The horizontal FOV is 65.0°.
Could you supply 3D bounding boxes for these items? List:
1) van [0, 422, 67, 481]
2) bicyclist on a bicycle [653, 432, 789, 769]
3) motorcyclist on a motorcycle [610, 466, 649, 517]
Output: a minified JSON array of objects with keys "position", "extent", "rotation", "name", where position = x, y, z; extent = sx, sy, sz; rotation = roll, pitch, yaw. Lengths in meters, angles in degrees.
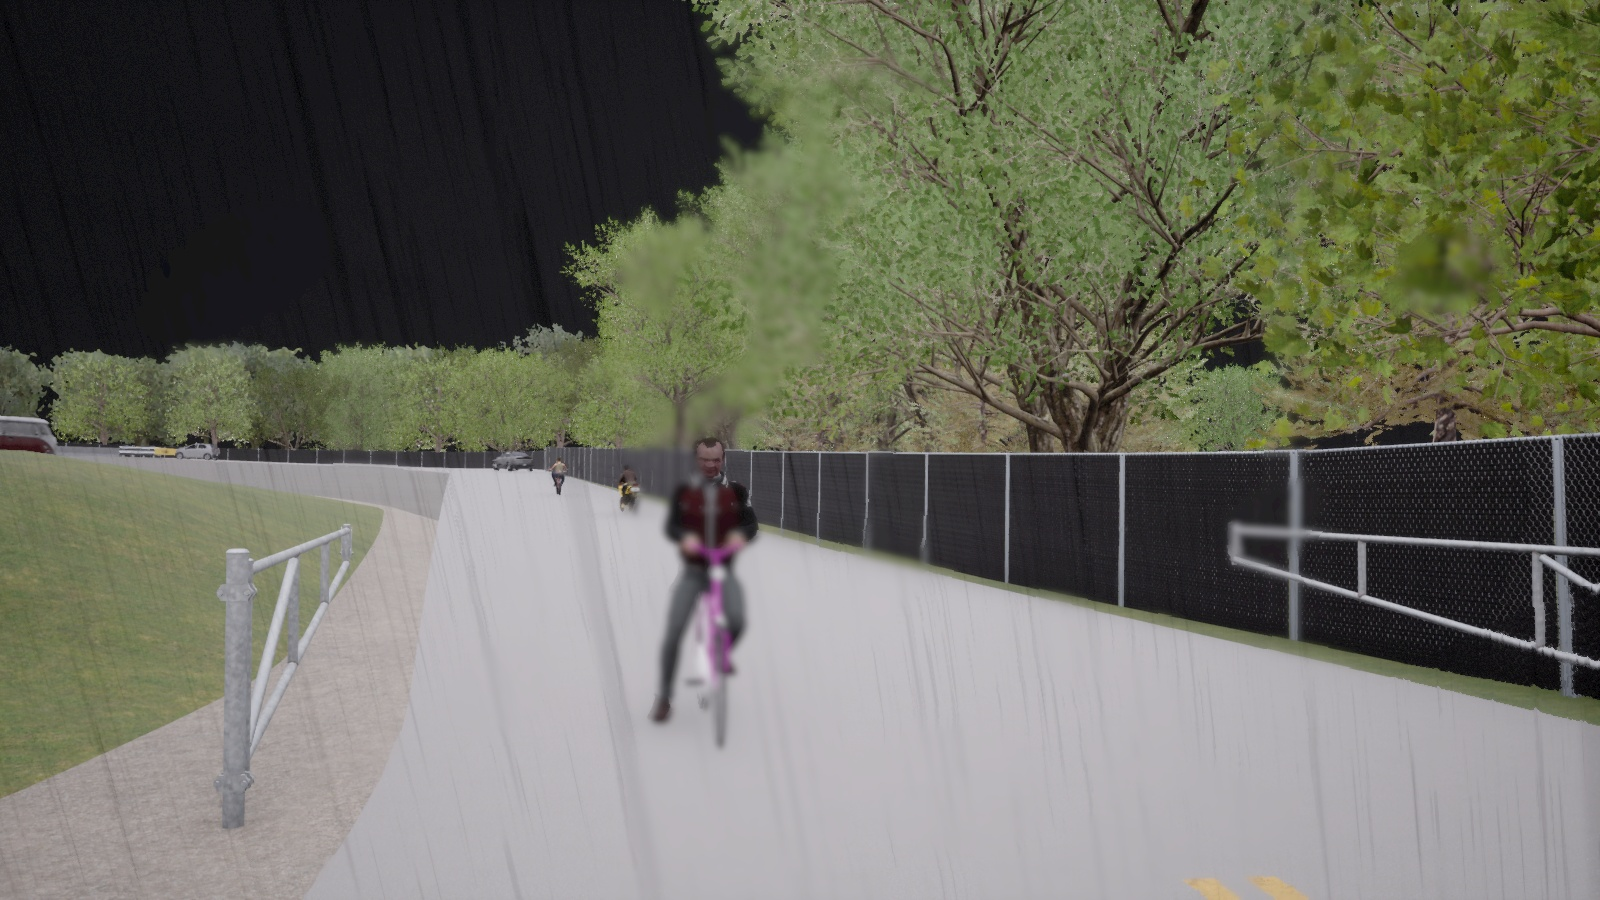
[{"position":[-28.639,-0.014,44.256],"extent":[4.442,1.987,1.775],"rotation":[4,-2,-16],"name":"van"},{"position":[-0.524,0.813,7.594],"extent":[0.659,1.776,1.843],"rotation":[0,-1,-9],"name":"bicyclist on a bicycle"},{"position":[-5.329,1.286,39.159],"extent":[0.797,1.523,2.044],"rotation":[0,0,-20],"name":"motorcyclist on a motorcycle"}]
